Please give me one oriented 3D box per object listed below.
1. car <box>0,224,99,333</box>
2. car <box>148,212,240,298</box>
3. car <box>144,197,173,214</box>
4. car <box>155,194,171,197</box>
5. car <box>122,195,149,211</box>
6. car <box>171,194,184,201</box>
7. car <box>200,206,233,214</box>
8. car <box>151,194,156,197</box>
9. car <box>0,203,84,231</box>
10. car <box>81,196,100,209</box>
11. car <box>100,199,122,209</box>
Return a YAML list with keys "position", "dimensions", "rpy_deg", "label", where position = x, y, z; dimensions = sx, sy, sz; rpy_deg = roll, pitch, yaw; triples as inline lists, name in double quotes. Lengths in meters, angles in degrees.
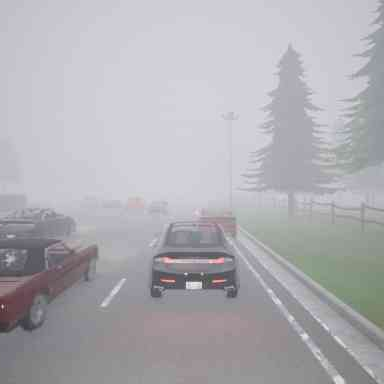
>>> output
- position: [-3.397, 1.601, 6.793]
  dimensions: [1.895, 1.301, 4.718]
  rpy_deg: [0, 0, 0]
  label: "car"
- position: [0.054, 1.492, 8.498]
  dimensions: [2.128, 1.511, 4.902]
  rpy_deg: [0, 0, 0]
  label: "car"
- position: [-3.392, 1.547, 34.664]
  dimensions: [2.033, 1.411, 5.357]
  rpy_deg: [0, 0, 0]
  label: "car"
- position: [-6.980, 1.540, 80.782]
  dimensions: [2.033, 1.411, 5.357]
  rpy_deg: [0, 0, 0]
  label: "car"
- position: [-6.890, 1.352, 41.206]
  dimensions: [2.097, 1.767, 4.553]
  rpy_deg: [0, 0, 0]
  label: "car"
- position: [-3.477, 1.478, 80.174]
  dimensions: [1.882, 1.535, 5.008]
  rpy_deg: [0, 0, 0]
  label: "car"
- position: [1.229, 1.478, 17.839]
  dimensions: [1.882, 1.535, 5.008]
  rpy_deg: [0, 0, 0]
  label: "car"
- position: [-10.477, 1.524, 94.876]
  dimensions: [1.812, 1.442, 4.674]
  rpy_deg: [0, 0, 0]
  label: "car"
- position: [-6.895, 1.491, 15.149]
  dimensions: [2.128, 1.511, 4.902]
  rpy_deg: [0, 0, 0]
  label: "car"
- position: [-13.889, 1.352, 46.619]
  dimensions: [2.097, 1.767, 4.553]
  rpy_deg: [0, 0, 0]
  label: "car"
- position: [-10.390, 1.601, 44.266]
  dimensions: [1.895, 1.301, 4.718]
  rpy_deg: [0, 0, 0]
  label: "car"
